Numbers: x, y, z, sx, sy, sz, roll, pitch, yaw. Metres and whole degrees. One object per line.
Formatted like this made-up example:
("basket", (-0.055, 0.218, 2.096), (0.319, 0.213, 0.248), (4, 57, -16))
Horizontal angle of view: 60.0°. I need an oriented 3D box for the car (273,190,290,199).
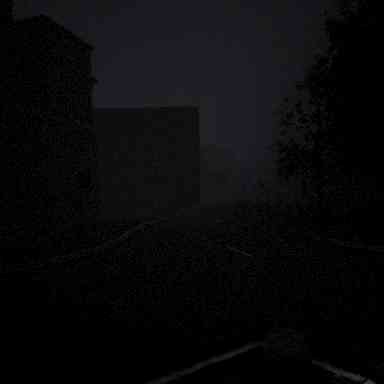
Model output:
("car", (14.324, 0.369, 53.538), (1.882, 1.535, 5.008), (-1, 0, 4))
